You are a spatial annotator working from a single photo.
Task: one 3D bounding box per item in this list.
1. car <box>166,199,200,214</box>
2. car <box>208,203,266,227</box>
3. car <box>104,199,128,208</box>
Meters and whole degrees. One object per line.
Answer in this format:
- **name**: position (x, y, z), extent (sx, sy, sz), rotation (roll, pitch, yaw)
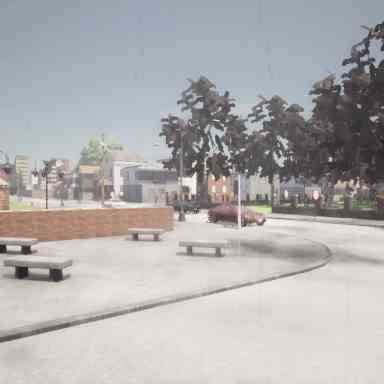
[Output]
- **car**: position (-1.065, 1.505, 35.651), extent (1.837, 1.490, 4.892), rotation (0, 0, -36)
- **car**: position (2.944, 1.526, 22.834), extent (1.812, 1.442, 4.674), rotation (0, 0, -36)
- **car**: position (-9.295, 1.525, 40.121), extent (1.812, 1.442, 4.674), rotation (0, 0, -35)
